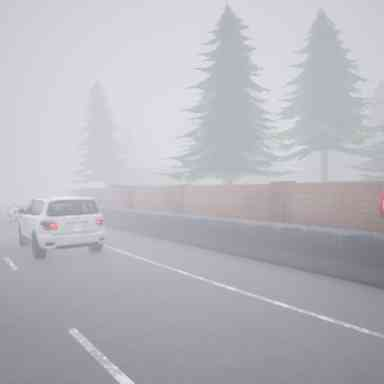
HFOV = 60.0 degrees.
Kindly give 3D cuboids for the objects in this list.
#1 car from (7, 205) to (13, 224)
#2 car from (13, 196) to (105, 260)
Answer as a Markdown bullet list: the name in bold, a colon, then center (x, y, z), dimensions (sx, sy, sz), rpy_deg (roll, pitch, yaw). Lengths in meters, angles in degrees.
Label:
- **car**: center (-12.439, 1.471, 24.437), dimensions (1.812, 1.442, 4.674), rpy_deg (-1, 1, -29)
- **car**: center (-5.109, 1.165, 12.631), dimensions (2.150, 2.045, 5.566), rpy_deg (-1, 1, -35)
